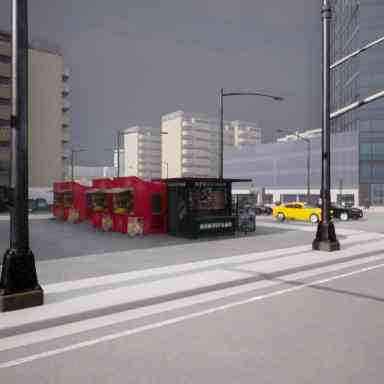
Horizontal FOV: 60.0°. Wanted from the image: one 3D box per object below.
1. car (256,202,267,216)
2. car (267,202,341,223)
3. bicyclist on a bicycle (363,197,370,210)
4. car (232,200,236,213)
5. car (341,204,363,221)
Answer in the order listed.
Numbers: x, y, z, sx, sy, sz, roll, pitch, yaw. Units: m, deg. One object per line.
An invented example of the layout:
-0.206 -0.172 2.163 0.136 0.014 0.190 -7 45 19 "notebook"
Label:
6.716 1.778 35.814 1.994 1.385 4.181 0 -1 -36 "car"
8.898 1.589 26.818 1.882 1.535 5.008 0 -1 -38 "car"
22.251 1.466 42.463 1.656 1.620 0.582 0 0 -36 "bicyclist on a bicycle"
3.073 1.455 34.884 2.150 2.045 5.566 0 -1 -36 "car"
12.001 1.587 28.535 1.882 1.535 5.008 0 -1 -36 "car"
